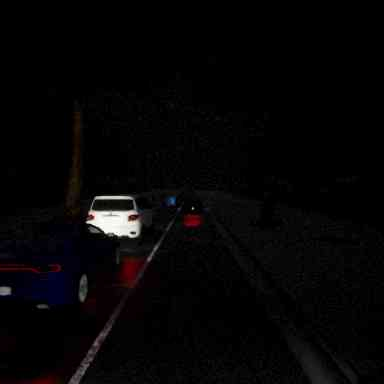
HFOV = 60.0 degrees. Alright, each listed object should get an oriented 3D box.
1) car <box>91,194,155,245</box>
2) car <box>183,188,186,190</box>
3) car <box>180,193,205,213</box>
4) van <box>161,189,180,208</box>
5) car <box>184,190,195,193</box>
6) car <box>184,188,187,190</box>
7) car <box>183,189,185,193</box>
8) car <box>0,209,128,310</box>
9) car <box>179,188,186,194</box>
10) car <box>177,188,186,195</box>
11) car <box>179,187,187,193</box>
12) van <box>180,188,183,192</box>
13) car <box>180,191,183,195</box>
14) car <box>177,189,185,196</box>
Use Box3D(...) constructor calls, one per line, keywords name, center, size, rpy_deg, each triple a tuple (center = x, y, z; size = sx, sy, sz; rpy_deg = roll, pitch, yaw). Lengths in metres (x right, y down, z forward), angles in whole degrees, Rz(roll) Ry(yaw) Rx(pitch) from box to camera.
Box3D(name="car", center=(-2.965, 1.083, 14.825), size=(2.150, 2.045, 5.566), rpy_deg=(0, 1, 0))
Box3D(name="car", center=(-2.560, 0.532, 60.361), size=(1.802, 1.307, 4.206), rpy_deg=(1, 2, 0))
Box3D(name="car", center=(0.100, 1.128, 31.466), size=(1.837, 1.490, 4.892), rpy_deg=(0, 1, 1))
Box3D(name="van", center=(-2.589, 0.838, 38.186), size=(1.690, 1.788, 3.998), rpy_deg=(0, 1, 0))
Box3D(name="car", center=(0.110, 0.813, 46.827), size=(1.837, 1.490, 4.892), rpy_deg=(0, 2, 1))
Box3D(name="car", center=(-2.549, 0.213, 71.434), size=(1.947, 1.339, 4.313), rpy_deg=(1, 2, 0))
Box3D(name="car", center=(-2.568, 0.670, 54.823), size=(1.947, 1.339, 4.313), rpy_deg=(1, 1, 0))
Box3D(name="car", center=(-3.006, 1.407, 7.799), size=(1.882, 1.535, 5.008), rpy_deg=(0, 1, 0))
Box3D(name="car", center=(-2.533, -0.236, 87.876), size=(1.752, 1.417, 4.829), rpy_deg=(1, 1, 0))
Box3D(name="car", center=(-2.537, -0.193, 82.506), size=(1.967, 1.590, 4.097), rpy_deg=(1, 1, 0))
Box3D(name="car", center=(-2.527, -0.451, 93.582), size=(1.967, 1.590, 4.097), rpy_deg=(1, 1, 0))
Box3D(name="van", center=(-2.573, 0.589, 49.274), size=(1.690, 1.788, 3.998), rpy_deg=(1, 1, 0))
Box3D(name="car", center=(-2.583, 0.929, 43.735), size=(2.008, 1.369, 4.403), rpy_deg=(1, 1, 0))
Box3D(name="car", center=(-2.544, 0.086, 76.973), size=(1.802, 1.307, 4.206), rpy_deg=(1, 1, 0))
